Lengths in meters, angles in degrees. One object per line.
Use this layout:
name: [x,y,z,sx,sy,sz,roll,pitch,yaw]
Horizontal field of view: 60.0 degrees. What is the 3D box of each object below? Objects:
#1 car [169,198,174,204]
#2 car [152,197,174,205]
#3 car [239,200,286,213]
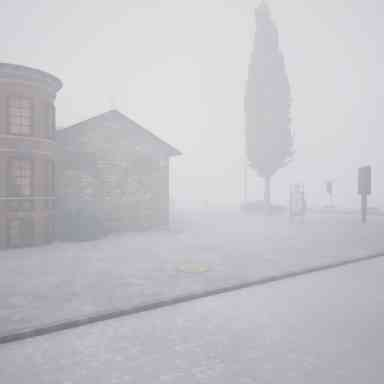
car: [-5.461,1.493,53.969,2.128,1.511,4.902,0,0,-35]
car: [-5.334,1.601,60.937,1.895,1.301,4.718,0,0,-35]
car: [7.438,1.546,35.841,2.033,1.411,5.357,0,0,-36]
